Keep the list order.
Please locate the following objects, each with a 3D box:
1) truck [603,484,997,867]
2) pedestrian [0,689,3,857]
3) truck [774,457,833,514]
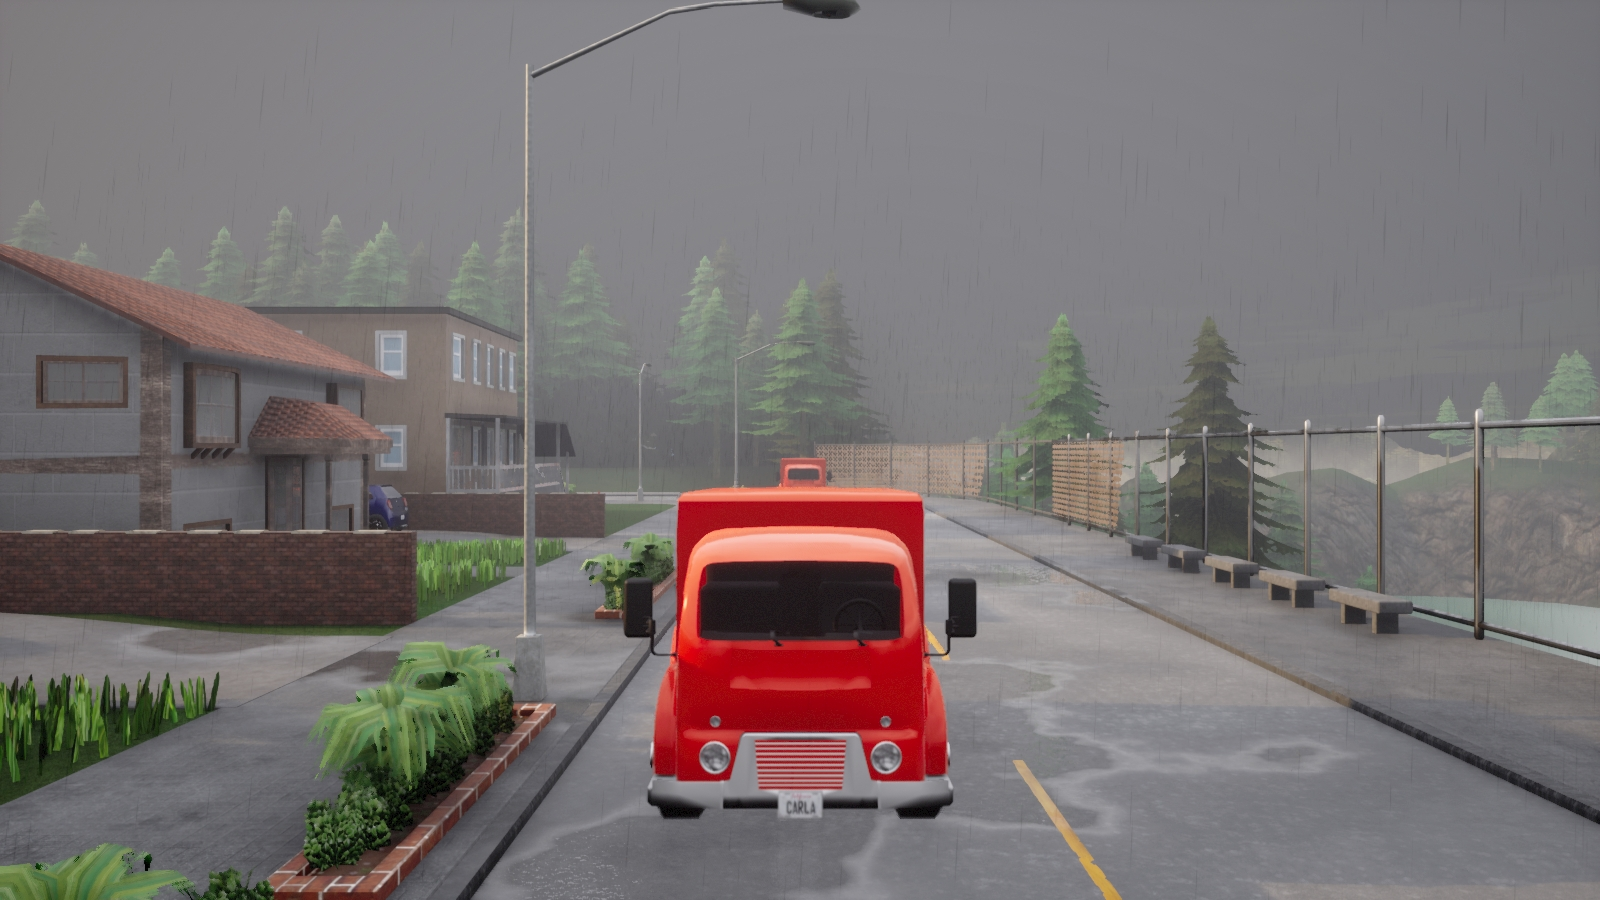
[{"bbox_3d":[0.000,1.585,10.243,2.627,2.467,5.204,0,-1,0],"label":"truck"},{"bbox_3d":[-5.524,2.129,7.307,0.500,1.100,0.500,0,0,2],"label":"pedestrian"},{"bbox_3d":[0.159,1.600,53.236,2.627,2.467,5.204,0,0,0],"label":"truck"}]
